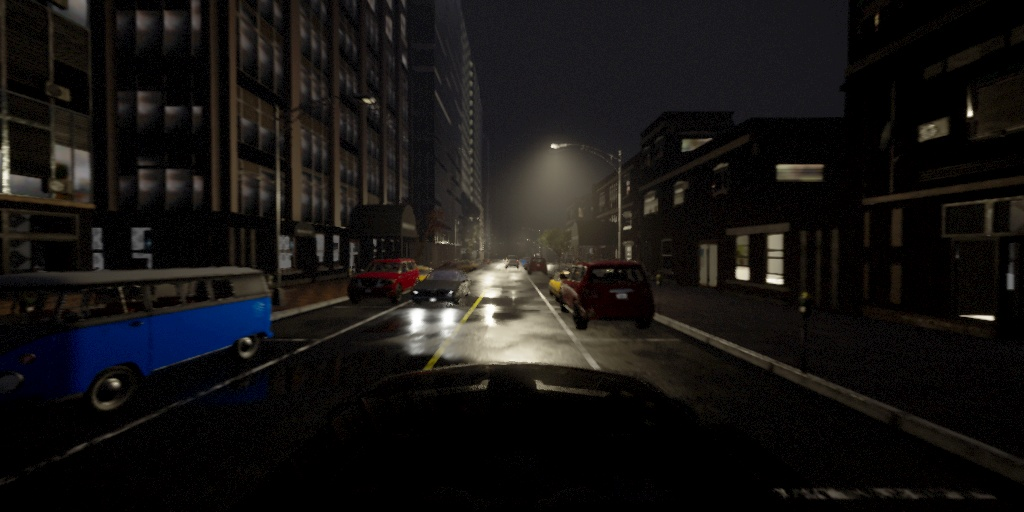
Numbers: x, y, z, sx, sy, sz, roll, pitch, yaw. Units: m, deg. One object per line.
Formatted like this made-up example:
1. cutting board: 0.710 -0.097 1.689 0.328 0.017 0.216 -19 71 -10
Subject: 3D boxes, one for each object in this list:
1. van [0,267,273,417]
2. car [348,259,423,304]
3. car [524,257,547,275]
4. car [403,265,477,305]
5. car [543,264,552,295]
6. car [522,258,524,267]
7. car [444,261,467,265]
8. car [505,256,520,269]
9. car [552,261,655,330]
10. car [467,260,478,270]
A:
1. van: -5.689 1.091 5.603 1.690 1.789 3.998 0 0 0
2. car: -5.683 1.065 16.673 2.192 1.841 5.009 0 0 0
3. car: 2.708 1.063 38.797 2.192 1.841 5.009 0 0 0
4. car: -3.007 1.298 16.348 2.033 1.411 5.357 0 0 0
5. car: 2.698 1.275 16.829 1.751 1.417 4.829 0 0 0
6. car: 2.713 1.314 49.866 1.948 1.339 4.313 0 0 0
7. car: -5.676 1.295 33.277 1.888 1.381 4.507 0 0 0
8. car: 0.027 0.970 55.847 2.150 2.045 5.566 0 0 0
9. car: 2.694 1.064 11.124 2.192 1.841 5.009 0 0 0
10. car: -5.671 1.275 44.177 1.751 1.417 4.829 0 0 0
